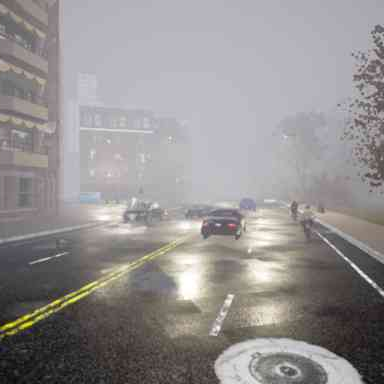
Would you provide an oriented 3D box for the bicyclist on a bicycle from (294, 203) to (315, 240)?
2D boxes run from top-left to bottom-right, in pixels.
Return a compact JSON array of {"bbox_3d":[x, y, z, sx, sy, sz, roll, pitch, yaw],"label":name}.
[{"bbox_3d":[5.536,1.430,15.980,0.866,1.612,1.509,0,0,14],"label":"bicyclist on a bicycle"}]

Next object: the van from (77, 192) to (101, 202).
[{"bbox_3d":[-18.021,0.876,58.494,3.998,1.788,1.690,1,-1,-18],"label":"van"}]

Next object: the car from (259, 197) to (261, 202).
[{"bbox_3d":[15.479,1.471,71.232,1.812,1.442,4.674,0,0,8],"label":"car"}]

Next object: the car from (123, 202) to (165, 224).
[{"bbox_3d":[-3.453,1.486,24.613,2.128,1.511,4.902,0,0,13],"label":"car"}]

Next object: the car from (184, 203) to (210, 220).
[{"bbox_3d":[0.721,1.591,28.350,1.895,1.301,4.718,0,0,12],"label":"car"}]

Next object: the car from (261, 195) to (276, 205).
[{"bbox_3d":[13.155,1.563,56.641,1.895,1.301,4.718,0,0,10],"label":"car"}]

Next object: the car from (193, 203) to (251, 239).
[{"bbox_3d":[1.773,1.541,17.486,2.033,1.411,5.357,0,0,13],"label":"car"}]

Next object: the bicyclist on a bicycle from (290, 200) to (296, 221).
[{"bbox_3d":[7.517,1.442,24.428,0.582,1.620,1.656,0,0,13],"label":"bicyclist on a bicycle"}]

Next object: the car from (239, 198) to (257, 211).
[{"bbox_3d":[6.759,1.457,40.289,1.882,1.535,5.008,0,0,11],"label":"car"}]

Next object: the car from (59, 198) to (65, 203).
[{"bbox_3d":[-20.844,1.100,48.735,4.206,1.307,1.802,1,-1,-18],"label":"car"}]
